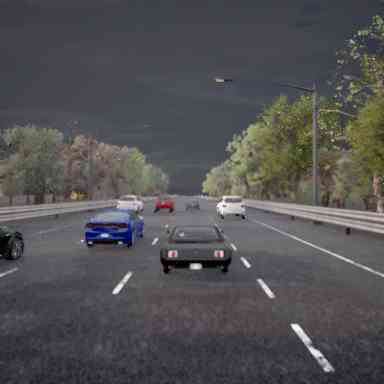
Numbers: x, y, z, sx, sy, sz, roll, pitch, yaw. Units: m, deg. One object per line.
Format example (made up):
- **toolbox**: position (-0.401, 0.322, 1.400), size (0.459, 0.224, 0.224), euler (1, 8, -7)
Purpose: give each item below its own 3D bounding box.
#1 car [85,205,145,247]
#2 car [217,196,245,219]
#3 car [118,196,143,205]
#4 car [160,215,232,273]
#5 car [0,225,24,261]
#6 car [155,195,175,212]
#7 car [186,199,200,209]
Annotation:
- **car**: position (-3.395, 1.559, 15.405), size (1.882, 1.535, 5.008), euler (0, 0, 0)
- **car**: position (3.607, 1.393, 31.410), size (2.150, 2.045, 5.566), euler (0, 0, 0)
- **car**: position (-6.891, 1.427, 37.644), size (2.150, 2.045, 5.566), euler (0, 0, 0)
- **car**: position (0.104, 1.658, 10.861), size (1.895, 1.301, 4.718), euler (0, 0, 0)
- **car**: position (-6.897, 1.402, 9.743), size (2.097, 1.767, 4.553), euler (0, 0, 0)
- **car**: position (-3.390, 1.452, 42.092), size (2.150, 2.045, 5.566), euler (0, 0, 0)
- **car**: position (0.112, 1.764, 49.761), size (2.128, 1.511, 4.902), euler (0, 0, 0)
